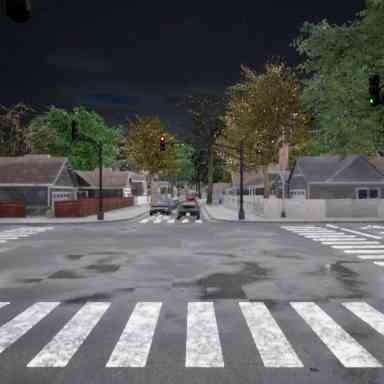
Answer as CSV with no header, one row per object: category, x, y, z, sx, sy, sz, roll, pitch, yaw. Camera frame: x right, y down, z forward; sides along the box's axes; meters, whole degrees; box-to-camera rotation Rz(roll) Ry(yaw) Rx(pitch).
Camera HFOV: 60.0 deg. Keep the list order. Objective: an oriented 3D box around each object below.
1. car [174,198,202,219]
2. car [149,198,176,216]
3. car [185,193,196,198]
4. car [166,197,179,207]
car,-0.223,1.518,29.028,1.837,1.490,4.892,1,0,2
car,-3.021,1.565,32.914,2.033,1.411,5.357,0,0,0
car,-0.289,1.295,73.547,2.150,2.045,5.566,0,0,0
car,-3.016,1.565,53.053,1.812,1.442,4.674,0,0,0
